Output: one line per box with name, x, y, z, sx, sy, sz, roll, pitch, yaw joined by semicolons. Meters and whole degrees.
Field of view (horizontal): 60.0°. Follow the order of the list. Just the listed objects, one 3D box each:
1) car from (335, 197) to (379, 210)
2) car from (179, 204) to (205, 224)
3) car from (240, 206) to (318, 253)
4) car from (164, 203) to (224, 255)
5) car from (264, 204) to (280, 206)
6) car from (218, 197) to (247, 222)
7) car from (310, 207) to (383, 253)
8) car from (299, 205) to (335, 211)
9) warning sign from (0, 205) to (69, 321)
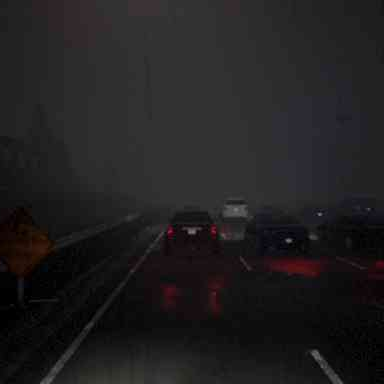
car;13.993;1.484;29.012;2.150;2.045;5.566;0;0;0
car;-0.007;1.814;28.981;2.033;1.411;5.357;0;0;0
car;3.501;1.612;14.477;1.882;1.535;5.008;0;0;0
car;-0.002;1.480;14.075;2.097;1.767;4.553;0;-1;0
car;6.996;1.796;29.377;1.812;1.442;4.674;0;0;0
car;3.493;1.484;29.014;2.150;2.045;5.566;0;0;0
car;6.999;1.640;14.289;1.837;1.490;4.892;0;0;0
car;10.494;1.834;29.265;1.994;1.385;4.181;0;0;0
warning sign;-3.052;1.171;5.945;1.300;1.860;1.060;0;-1;0
